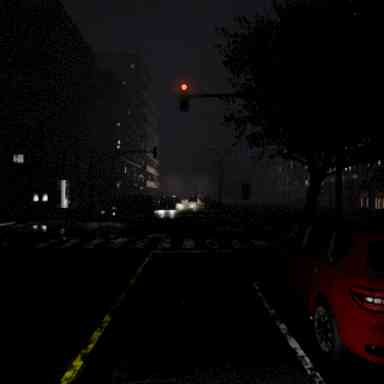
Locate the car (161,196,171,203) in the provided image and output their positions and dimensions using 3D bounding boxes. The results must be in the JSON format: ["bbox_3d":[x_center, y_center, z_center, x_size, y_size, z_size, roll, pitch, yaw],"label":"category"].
[{"bbox_3d":[-5.641,1.600,71.397,1.802,1.307,4.206,0,0,0],"label":"car"}]

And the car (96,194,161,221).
[{"bbox_3d":[-5.359,1.217,27.813,2.150,2.045,5.566,1,0,31],"label":"car"}]

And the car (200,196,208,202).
[{"bbox_3d":[2.743,1.549,77.095,1.752,1.417,4.829,0,0,0],"label":"car"}]

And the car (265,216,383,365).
[{"bbox_3d":[2.697,1.312,5.808,2.192,1.841,5.009,0,0,0],"label":"car"}]

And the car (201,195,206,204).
[{"bbox_3d":[2.724,1.526,49.431,1.752,1.417,4.829,0,0,0],"label":"car"}]

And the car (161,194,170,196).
[{"bbox_3d":[-5.648,1.449,60.333,1.967,1.590,4.097,0,0,0],"label":"car"}]

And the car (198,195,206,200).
[{"bbox_3d":[2.754,1.596,93.523,2.008,1.369,4.403,0,0,0],"label":"car"}]

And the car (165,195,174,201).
[{"bbox_3d":[-5.634,1.470,82.463,1.967,1.590,4.097,0,0,0],"label":"car"}]

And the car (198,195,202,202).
[{"bbox_3d":[2.736,1.596,65.859,1.802,1.307,4.206,0,0,0],"label":"car"}]

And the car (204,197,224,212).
[{"bbox_3d":[2.717,1.540,38.196,1.887,1.381,4.507,0,0,0],"label":"car"}]

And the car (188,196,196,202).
[{"bbox_3d":[0.055,1.622,79.277,1.895,1.301,4.718,0,0,0],"label":"car"}]

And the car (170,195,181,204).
[{"bbox_3d":[-3.018,1.576,62.824,1.994,1.385,4.181,0,0,0],"label":"car"}]

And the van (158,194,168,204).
[{"bbox_3d":[-5.645,1.355,65.866,1.690,1.788,3.998,0,0,0],"label":"van"}]

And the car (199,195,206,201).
[{"bbox_3d":[2.750,1.582,87.990,1.887,1.381,4.507,0,0,0],"label":"car"}]

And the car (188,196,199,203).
[{"bbox_3d":[0.151,1.581,69.376,1.994,1.385,4.181,0,0,0],"label":"car"}]

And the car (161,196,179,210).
[{"bbox_3d":[-3.071,1.561,42.578,1.994,1.385,4.181,0,0,0],"label":"car"}]
